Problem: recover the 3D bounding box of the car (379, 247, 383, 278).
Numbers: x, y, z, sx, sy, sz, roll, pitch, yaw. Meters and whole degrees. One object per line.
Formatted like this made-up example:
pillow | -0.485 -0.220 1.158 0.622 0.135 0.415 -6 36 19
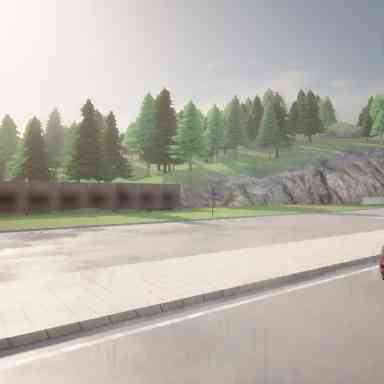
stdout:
car | 6.489 1.526 8.375 4.674 1.442 1.812 0 0 -35
